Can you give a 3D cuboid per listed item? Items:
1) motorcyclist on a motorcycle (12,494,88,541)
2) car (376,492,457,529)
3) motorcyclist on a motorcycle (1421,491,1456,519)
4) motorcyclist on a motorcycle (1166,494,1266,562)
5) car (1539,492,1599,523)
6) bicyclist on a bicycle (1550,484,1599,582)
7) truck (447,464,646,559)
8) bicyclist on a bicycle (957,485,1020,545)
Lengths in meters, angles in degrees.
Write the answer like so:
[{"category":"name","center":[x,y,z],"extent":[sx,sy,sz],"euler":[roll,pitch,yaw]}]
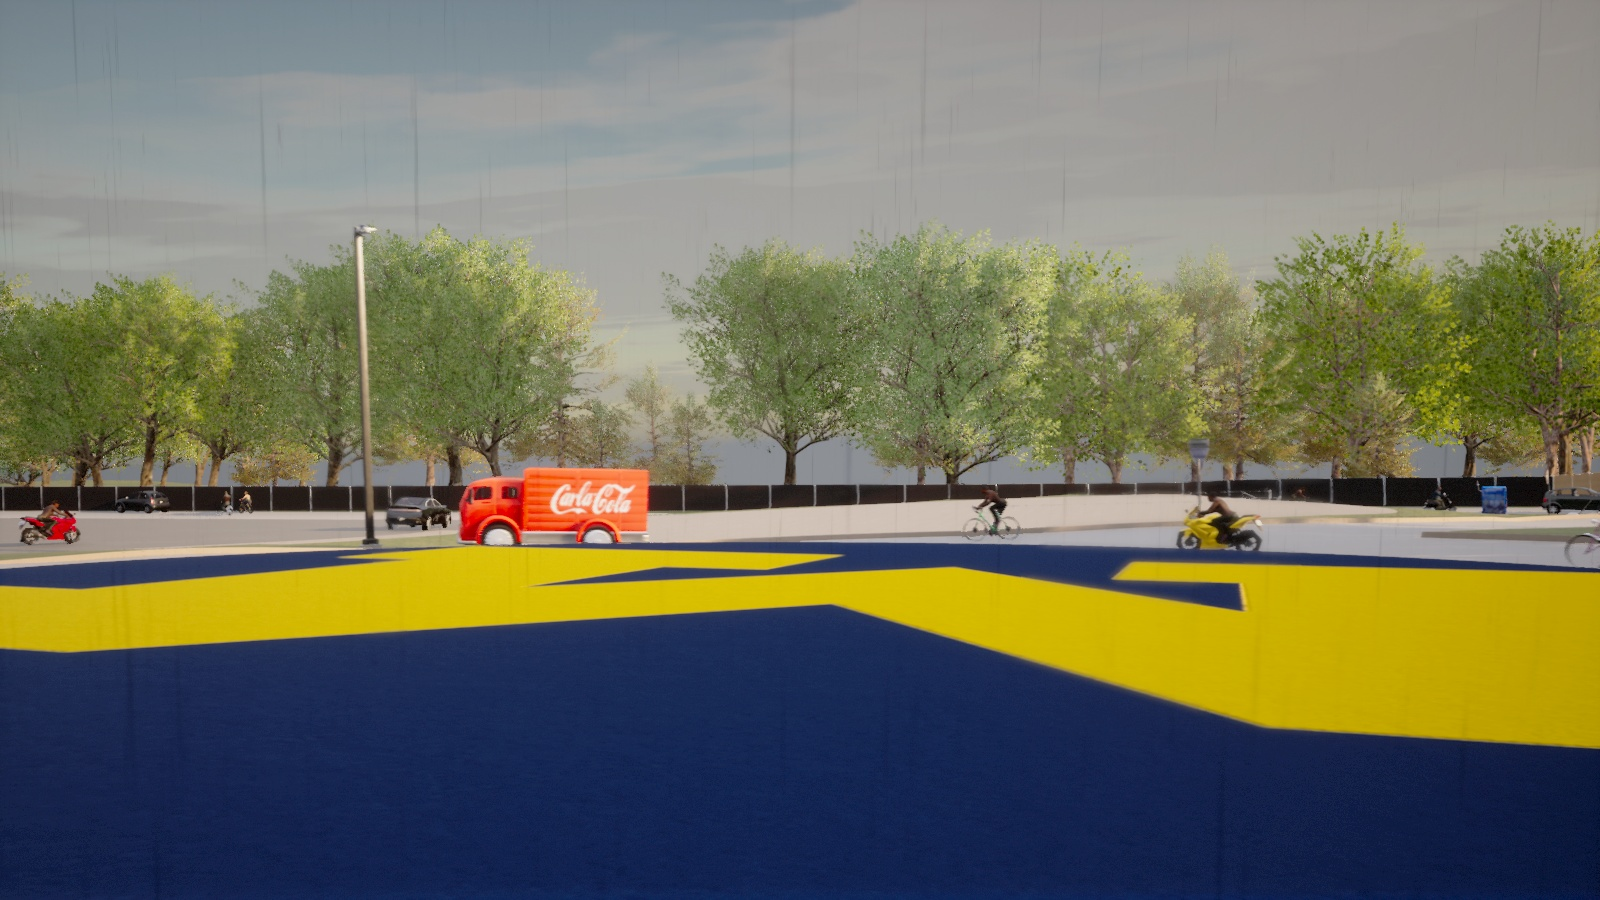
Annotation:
[{"category":"motorcyclist on a motorcycle","center":[-25.224,2.256,42.260],"extent":[0.797,1.523,2.044],"euler":[-1,-2,29]},{"category":"car","center":[-17.805,2.775,58.590],"extent":[2.128,1.511,4.902],"euler":[2,-1,1]},{"category":"motorcyclist on a motorcycle","center":[37.532,3.230,73.802],"extent":[1.817,1.590,0.866],"euler":[-1,1,26]},{"category":"motorcyclist on a motorcycle","center":[9.629,1.778,29.113],"extent":[2.044,1.523,0.797],"euler":[-2,-3,39]},{"category":"car","center":[43.539,3.189,70.095],"extent":[3.705,1.549,1.789],"euler":[-1,1,37]},{"category":"bicyclist on a bicycle","center":[15.079,1.545,23.347],"extent":[0.659,1.776,1.843],"euler":[1,-1,-31]},{"category":"truck","center":[-6.971,1.685,35.065],"extent":[5.204,2.467,2.627],"euler":[1,-1,-8]},{"category":"bicyclist on a bicycle","center":[5.417,1.861,36.107],"extent":[1.656,1.620,0.582],"euler":[-2,0,-3]}]
